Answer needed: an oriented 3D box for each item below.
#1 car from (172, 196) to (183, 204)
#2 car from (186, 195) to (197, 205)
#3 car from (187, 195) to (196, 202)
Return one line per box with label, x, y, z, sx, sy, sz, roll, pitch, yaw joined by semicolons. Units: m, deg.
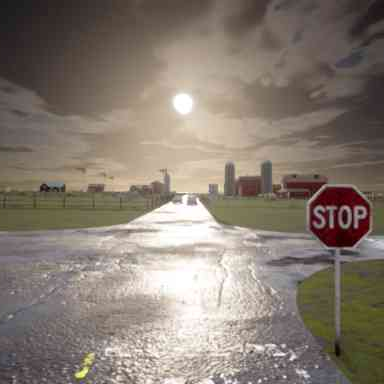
car;-2.782;1.510;65.611;1.837;1.490;4.892;0;0;0
car;-0.027;1.551;60.194;2.033;1.411;5.357;0;0;0
car;-0.034;1.365;70.616;1.882;1.535;5.008;0;0;0
